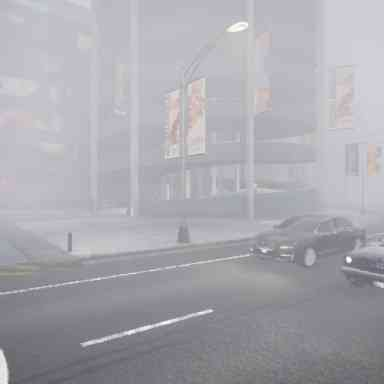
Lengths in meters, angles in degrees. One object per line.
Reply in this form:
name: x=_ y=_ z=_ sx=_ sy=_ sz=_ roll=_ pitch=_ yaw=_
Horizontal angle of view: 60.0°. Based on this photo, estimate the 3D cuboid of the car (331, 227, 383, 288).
car: x=5.669 y=1.601 z=8.157 sx=4.718 sy=1.301 sz=1.895 roll=0 pitch=0 yaw=-36

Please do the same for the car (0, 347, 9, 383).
car: x=-3.856 y=1.223 z=1.239 sx=5.566 sy=2.045 sz=2.150 roll=0 pitch=0 yaw=-36

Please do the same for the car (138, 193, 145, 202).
car: x=-11.199 y=1.028 z=63.929 sx=2.435 sy=2.045 sz=5.566 roll=0 pitch=0 yaw=-36

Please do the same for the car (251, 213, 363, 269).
car: x=4.099 y=1.505 z=11.356 sx=4.892 sy=1.490 sz=1.837 roll=0 pitch=0 yaw=-37

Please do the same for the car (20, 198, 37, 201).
car: x=-25.669 y=1.463 z=52.374 sx=1.895 sy=1.301 sz=4.718 roll=0 pitch=0 yaw=-36
